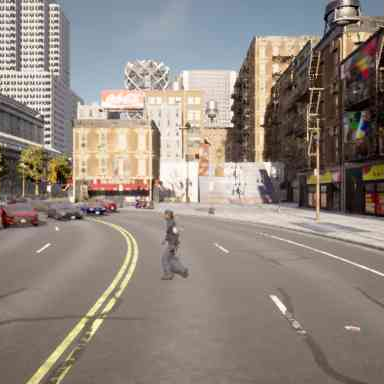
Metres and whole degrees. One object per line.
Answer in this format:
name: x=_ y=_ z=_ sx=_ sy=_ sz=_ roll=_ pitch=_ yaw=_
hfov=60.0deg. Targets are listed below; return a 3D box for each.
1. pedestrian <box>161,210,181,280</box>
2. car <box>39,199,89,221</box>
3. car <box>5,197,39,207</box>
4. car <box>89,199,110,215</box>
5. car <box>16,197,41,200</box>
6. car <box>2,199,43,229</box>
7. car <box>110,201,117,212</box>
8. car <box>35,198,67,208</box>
pedestrian: x=-0.528 y=1.294 z=8.450 sx=0.375 sy=1.860 sz=0.375 roll=0 pitch=0 yaw=-3
car: x=-10.618 y=1.547 z=27.299 sx=2.033 sy=1.411 sz=5.357 roll=0 pitch=0 yaw=-38
car: x=-25.737 y=1.520 z=50.328 sx=4.674 sy=1.452 sz=2.002 roll=0 pitch=0 yaw=20
car: x=-10.177 y=1.601 z=32.204 sx=1.895 sy=1.301 sz=4.718 roll=0 pitch=0 yaw=-42
car: x=-18.609 y=1.547 z=39.391 sx=5.357 sy=1.411 sz=2.033 roll=0 pitch=0 yaw=33
car: x=-11.496 y=1.477 z=22.181 sx=1.882 sy=1.535 sz=5.008 roll=0 pitch=0 yaw=-32
car: x=-10.125 y=1.526 z=37.034 sx=4.674 sy=1.442 sz=1.812 roll=0 pitch=0 yaw=44
car: x=-20.435 y=1.595 z=48.155 sx=4.718 sy=1.301 sz=1.895 roll=0 pitch=0 yaw=30
